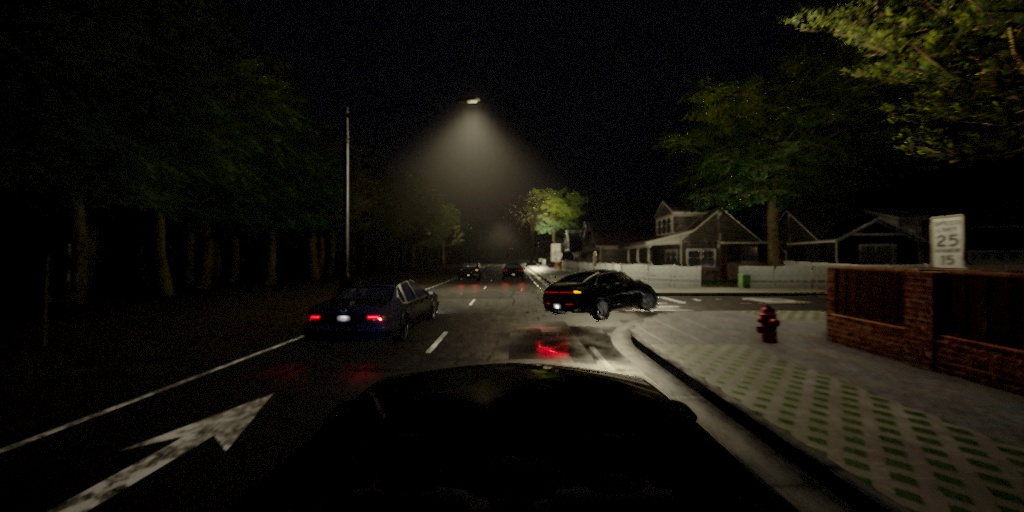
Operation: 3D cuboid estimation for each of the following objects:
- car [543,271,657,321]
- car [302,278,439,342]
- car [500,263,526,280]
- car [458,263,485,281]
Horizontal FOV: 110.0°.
[{"bbox_3d":[3.197,1.258,12.597,4.892,1.490,1.837,-1,-3,-41],"label":"car"},{"bbox_3d":[-3.395,1.317,9.763,2.033,1.411,5.357,0,0,0],"label":"car"},{"bbox_3d":[0.120,1.330,31.392,1.812,1.442,4.674,0,0,0],"label":"car"},{"bbox_3d":[-3.382,1.295,30.352,2.128,1.511,4.902,0,0,0],"label":"car"}]
